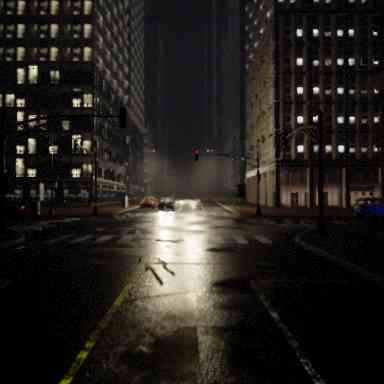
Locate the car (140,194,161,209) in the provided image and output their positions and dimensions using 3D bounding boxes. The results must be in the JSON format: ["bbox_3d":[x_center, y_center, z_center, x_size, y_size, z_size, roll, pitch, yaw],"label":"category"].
[{"bbox_3d":[-5.674,1.378,44.060,1.967,1.590,4.097,1,0,0],"label":"car"}]

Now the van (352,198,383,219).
[{"bbox_3d":[15.983,1.413,28.569,3.998,1.788,1.690,0,-1,0],"label":"van"}]

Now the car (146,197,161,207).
[{"bbox_3d":[-5.677,1.512,49.636,1.802,1.307,4.206,1,0,0],"label":"car"}]

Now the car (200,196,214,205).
[{"bbox_3d":[2.703,1.504,55.273,1.802,1.307,4.206,1,0,0],"label":"car"}]

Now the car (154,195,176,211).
[{"bbox_3d":[-3.000,1.440,40.057,2.128,1.511,4.902,0,0,0],"label":"car"}]

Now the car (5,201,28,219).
[{"bbox_3d":[-16.491,1.457,28.640,4.097,1.590,1.967,0,-1,0],"label":"car"}]

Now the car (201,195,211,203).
[{"bbox_3d":[2.704,1.432,66.599,1.752,1.417,4.829,1,0,0],"label":"car"}]

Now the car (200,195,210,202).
[{"bbox_3d":[2.703,1.465,72.006,1.947,1.339,4.313,1,0,0],"label":"car"}]

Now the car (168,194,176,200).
[{"bbox_3d":[-5.677,1.413,94.237,1.887,1.381,4.507,1,0,0],"label":"car"}]

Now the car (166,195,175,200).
[{"bbox_3d":[-5.677,1.427,88.662,2.008,1.369,4.403,1,0,0],"label":"car"}]
